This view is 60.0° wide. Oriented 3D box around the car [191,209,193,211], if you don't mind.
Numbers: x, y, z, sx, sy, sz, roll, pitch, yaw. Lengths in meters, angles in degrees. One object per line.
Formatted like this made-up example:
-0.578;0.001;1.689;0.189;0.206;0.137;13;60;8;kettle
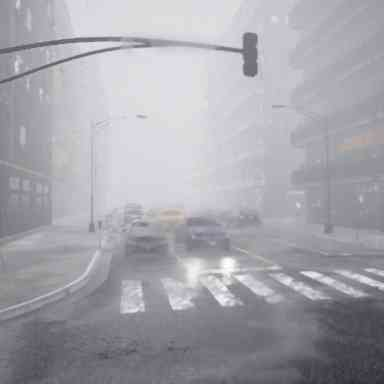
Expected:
0.779;2.465;43.398;1.752;1.417;4.829;1;-1;-11;car

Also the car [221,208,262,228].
4.053;2.002;26.852;1.967;1.590;4.097;1;-1;-11;car

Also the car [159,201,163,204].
-5.670;3.234;75.994;1.887;1.381;4.507;1;-1;-11;car

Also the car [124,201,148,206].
-6.334;2.132;36.182;2.192;1.841;5.009;1;-1;-11;car

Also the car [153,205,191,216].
-1.639;2.043;25.737;1.882;1.535;5.008;0;-1;-11;car

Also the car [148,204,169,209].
-4.007;2.404;37.772;1.994;1.385;4.181;0;-1;-11;car

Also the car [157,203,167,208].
-7.831;3.493;86.916;2.008;1.369;4.403;1;-1;-11;car

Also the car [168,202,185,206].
-2.428;2.626;59.619;2.192;1.841;5.009;1;-1;-11;car

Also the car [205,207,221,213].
2.972;2.237;32.310;2.008;1.369;4.403;1;-1;-11;car

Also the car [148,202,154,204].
-11.284;3.561;90.461;2.128;1.511;4.902;0;-1;-11;car

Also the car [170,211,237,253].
0.335;1.865;15.731;1.812;1.442;4.674;0;-1;-13;car

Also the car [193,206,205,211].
1.892;2.362;37.770;2.008;1.369;4.403;1;-1;-11;car

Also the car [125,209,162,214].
-3.062;1.965;19.628;1.752;1.417;4.829;1;-1;-11;car

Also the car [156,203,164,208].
-8.911;3.634;92.376;1.947;1.339;4.313;1;-1;-11;car

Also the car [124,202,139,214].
-9.575;2.506;52.564;2.192;1.841;5.009;1;-1;-11;car

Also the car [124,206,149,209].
-5.256;2.237;30.716;1.887;1.381;4.507;1;-1;-11;car

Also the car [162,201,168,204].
-4.590;3.114;70.534;2.008;1.369;4.403;1;-1;-11;car

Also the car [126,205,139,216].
-8.463;2.588;46.931;1.752;1.417;4.829;1;-1;-11;car

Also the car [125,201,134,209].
-16.056;3.262;85.328;2.192;1.841;5.009;1;-1;-11;car

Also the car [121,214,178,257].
-2.015;1.871;14.333;2.008;1.369;4.403;1;-1;-11;car
